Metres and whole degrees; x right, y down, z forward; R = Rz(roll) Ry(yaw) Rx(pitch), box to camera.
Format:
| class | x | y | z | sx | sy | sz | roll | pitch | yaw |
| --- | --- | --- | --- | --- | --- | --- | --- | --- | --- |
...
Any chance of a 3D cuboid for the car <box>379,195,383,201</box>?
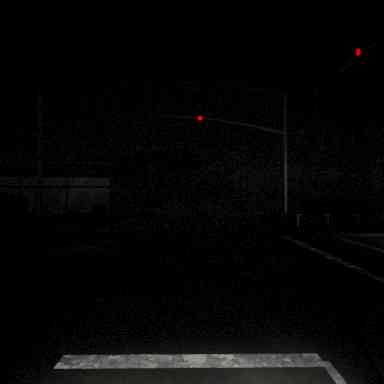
| class | x | y | z | sx | sy | sz | roll | pitch | yaw |
| --- | --- | --- | --- | --- | --- | --- | --- | --- | --- |
| car | 38.723 | 1.153 | 62.638 | 5.027 | 1.636 | 2.152 | 0 | 0 | 0 |

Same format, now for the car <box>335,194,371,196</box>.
| class | x | y | z | sx | sy | sz | roll | pitch | yaw |
| --- | --- | --- | --- | --- | --- | --- | --- | --- | --- |
| car | 20.651 | 1.320 | 43.266 | 3.633 | 1.501 | 1.845 | 0 | 0 | 0 |

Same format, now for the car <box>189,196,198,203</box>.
| class | x | y | z | sx | sy | sz | roll | pitch | yaw |
| --- | --- | --- | --- | --- | --- | --- | --- | --- | --- |
| car | 0.273 | 1.547 | 69.680 | 2.033 | 1.411 | 5.357 | 0 | 0 | 0 |

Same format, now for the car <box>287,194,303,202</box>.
| class | x | y | z | sx | sy | sz | roll | pitch | yaw |
| --- | --- | --- | --- | --- | --- | --- | --- | --- | --- |
| car | 21.329 | 1.097 | 65.718 | 4.605 | 1.855 | 1.932 | 0 | 0 | 0 |

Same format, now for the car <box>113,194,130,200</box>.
| class | x | y | z | sx | sy | sz | roll | pitch | yaw |
| --- | --- | --- | --- | --- | --- | --- | --- | --- | --- |
| car | -19.401 | 1.332 | 91.583 | 4.674 | 1.442 | 1.812 | 0 | 0 | 0 |

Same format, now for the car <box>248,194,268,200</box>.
| class | x | y | z | sx | sy | sz | roll | pitch | yaw |
| --- | --- | --- | --- | --- | --- | --- | --- | --- | --- |
| car | 18.134 | 1.333 | 91.607 | 4.902 | 1.511 | 2.128 | 0 | 0 | 0 |

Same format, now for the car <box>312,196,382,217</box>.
| class | x | y | z | sx | sy | sz | roll | pitch | yaw |
| --- | --- | --- | --- | --- | --- | --- | --- | --- | --- |
| car | 13.080 | 1.339 | 28.258 | 4.514 | 1.523 | 2.007 | 0 | 0 | 0 |

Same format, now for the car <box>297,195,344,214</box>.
| class | x | y | z | sx | sy | sz | roll | pitch | yaw |
| --- | --- | --- | --- | --- | --- | --- | --- | --- | --- |
| car | 13.017 | 1.330 | 31.395 | 5.027 | 1.636 | 2.152 | 0 | 0 | 0 |

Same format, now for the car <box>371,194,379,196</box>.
| class | x | y | z | sx | sy | sz | roll | pitch | yaw |
| --- | --- | --- | --- | --- | --- | --- | --- | --- | --- |
| car | 38.378 | 1.232 | 69.054 | 3.806 | 1.475 | 1.970 | 0 | 0 | 0 |

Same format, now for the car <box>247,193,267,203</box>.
| class | x | y | z | sx | sy | sz | roll | pitch | yaw |
| --- | --- | --- | --- | --- | --- | --- | --- | --- | --- |
| car | 12.850 | 1.361 | 65.652 | 3.806 | 1.475 | 1.970 | 0 | 0 | 0 |

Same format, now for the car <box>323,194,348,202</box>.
| class | x | y | z | sx | sy | sz | roll | pitch | yaw |
| --- | --- | --- | --- | --- | --- | --- | --- | --- | --- |
| car | 31.317 | 1.298 | 72.693 | 4.514 | 1.523 | 2.007 | 0 | 0 | 0 |

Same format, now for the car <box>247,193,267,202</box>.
| class | x | y | z | sx | sy | sz | roll | pitch | yaw |
| --- | --- | --- | --- | --- | --- | --- | --- | --- | --- |
| car | 13.450 | 1.077 | 68.978 | 3.866 | 1.878 | 1.905 | 0 | 0 | 0 |
